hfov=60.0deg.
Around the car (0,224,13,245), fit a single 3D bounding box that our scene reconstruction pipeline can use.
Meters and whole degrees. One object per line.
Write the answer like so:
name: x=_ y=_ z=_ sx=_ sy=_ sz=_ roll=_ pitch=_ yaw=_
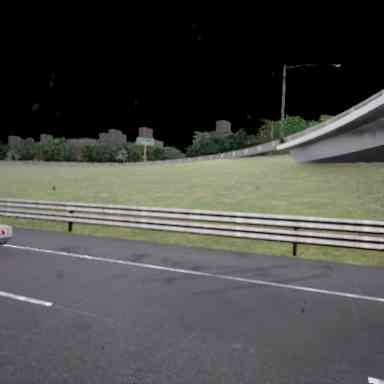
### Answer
car: x=-8.159 y=1.214 z=10.685 sx=4.718 sy=1.301 sz=1.895 roll=2 pitch=1 yaw=24
